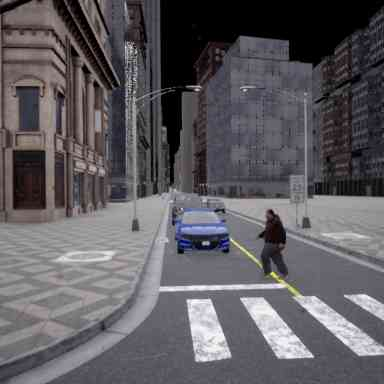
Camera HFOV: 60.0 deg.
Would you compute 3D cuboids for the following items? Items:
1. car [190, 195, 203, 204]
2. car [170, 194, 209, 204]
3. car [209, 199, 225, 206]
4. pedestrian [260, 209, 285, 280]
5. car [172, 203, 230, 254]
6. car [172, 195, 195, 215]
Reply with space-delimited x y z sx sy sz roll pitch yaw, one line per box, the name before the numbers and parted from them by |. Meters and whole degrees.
car | 0.773 1.325 57.551 1.994 1.385 4.181 0 0 -4
car | -0.338 1.145 23.527 2.150 2.045 5.566 0 0 -3
car | 2.227 1.409 34.067 2.033 1.411 5.357 0 0 -3
pedestrian | 2.007 1.261 8.302 0.375 1.860 0.375 0 0 -4
car | 0.271 1.437 13.602 1.882 1.535 5.008 0 0 -4
car | -0.934 1.240 33.476 2.097 1.767 4.553 0 0 -3
